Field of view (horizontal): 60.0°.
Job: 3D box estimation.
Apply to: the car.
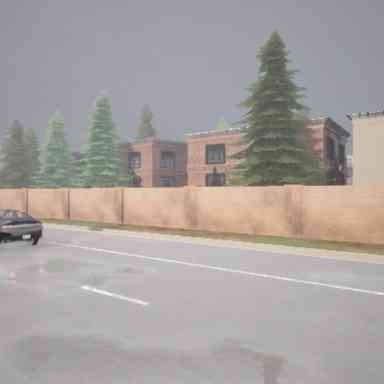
[{"bbox_3d":[-8.269,1.495,14.066,4.902,1.511,2.128,0,0,36],"label":"car"}]
